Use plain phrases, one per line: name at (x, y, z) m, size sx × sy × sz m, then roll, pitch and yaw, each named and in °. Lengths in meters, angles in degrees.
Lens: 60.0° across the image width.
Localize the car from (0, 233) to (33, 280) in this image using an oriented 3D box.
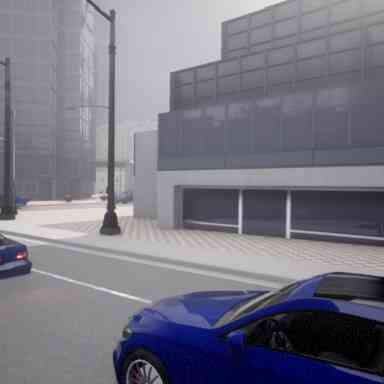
car at (-6.221, 1.440, 8.507) m, size 5.357 × 1.411 × 2.033 m, roll 1°, pitch 1°, yaw 36°

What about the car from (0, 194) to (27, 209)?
car at (-18.893, 0.931, 32.594) m, size 1.882 × 1.535 × 5.008 m, roll 1°, pitch 1°, yaw 36°

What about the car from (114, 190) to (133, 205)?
car at (-8.578, 0.748, 46.474) m, size 2.150 × 2.045 × 5.566 m, roll 1°, pitch 1°, yaw 36°

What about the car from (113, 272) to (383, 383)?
car at (1.322, 1.517, 3.045) m, size 4.674 × 1.442 × 1.812 m, roll 0°, pitch 0°, yaw 36°
